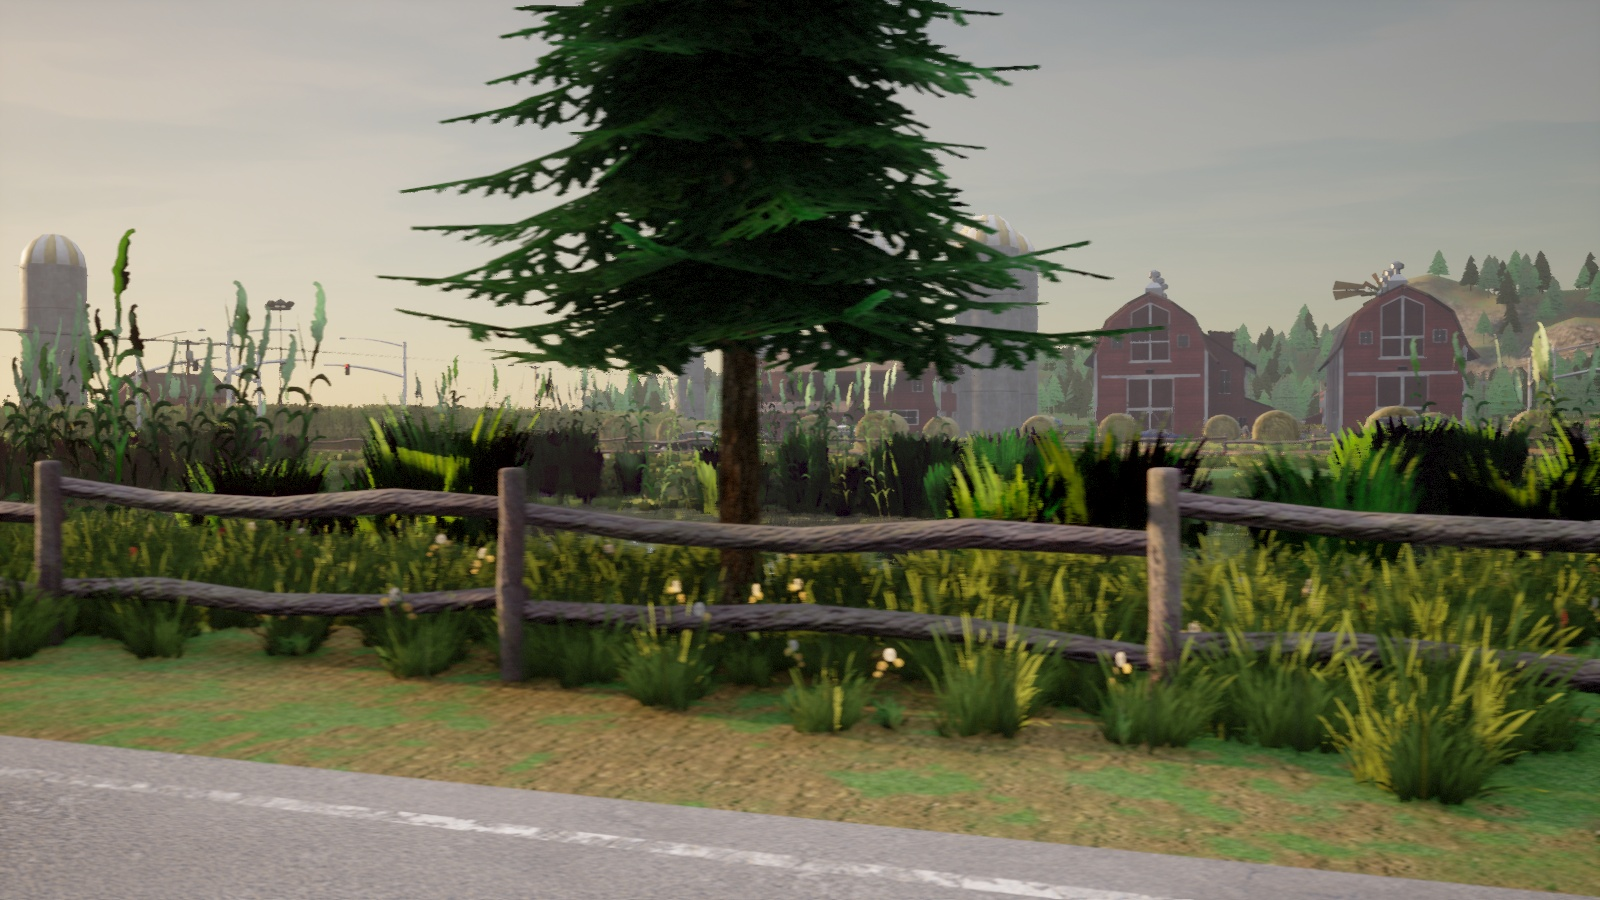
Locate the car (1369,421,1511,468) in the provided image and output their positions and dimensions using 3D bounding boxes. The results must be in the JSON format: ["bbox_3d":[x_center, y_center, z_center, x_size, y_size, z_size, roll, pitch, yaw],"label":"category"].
[{"bbox_3d":[28.707,-0.274,56.563,5.566,2.045,2.150,1,1,23],"label":"car"}]

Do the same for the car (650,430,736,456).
[{"bbox_3d":[-6.441,-0.422,75.459,4.892,1.490,1.837,1,1,23],"label":"car"}]
